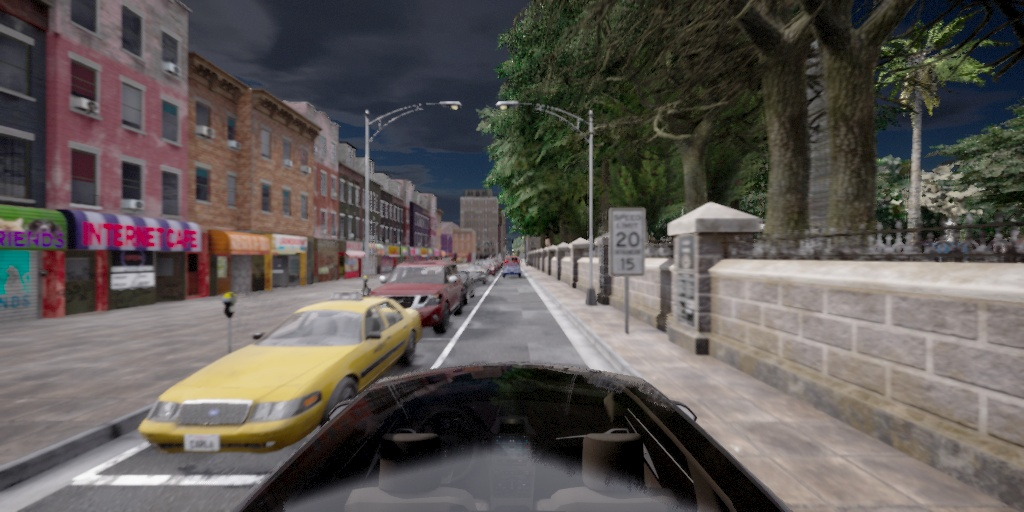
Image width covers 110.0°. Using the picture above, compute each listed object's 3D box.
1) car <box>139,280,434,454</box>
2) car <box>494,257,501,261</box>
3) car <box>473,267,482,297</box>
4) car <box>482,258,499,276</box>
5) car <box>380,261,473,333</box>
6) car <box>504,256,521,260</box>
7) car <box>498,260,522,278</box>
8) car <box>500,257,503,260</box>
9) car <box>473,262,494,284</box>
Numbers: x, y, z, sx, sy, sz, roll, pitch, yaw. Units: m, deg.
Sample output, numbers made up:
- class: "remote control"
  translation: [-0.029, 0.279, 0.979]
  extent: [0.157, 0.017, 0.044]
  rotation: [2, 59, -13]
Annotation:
- class: "car"
  translation: [-2.652, 1.281, 5.476]
  extent: [1.751, 1.417, 4.829]
  rotation: [0, 0, 0]
- class: "car"
  translation: [-2.650, 1.248, 42.536]
  extent: [1.967, 1.591, 4.097]
  rotation: [0, 0, 0]
- class: "car"
  translation: [-2.655, 1.335, 16.184]
  extent: [1.948, 1.339, 4.313]
  rotation: [0, 0, 0]
- class: "car"
  translation: [-2.651, 1.240, 37.264]
  extent: [1.967, 1.591, 4.097]
  rotation: [0, 0, 0]
- class: "car"
  translation: [-2.656, 1.077, 10.914]
  extent: [2.192, 1.841, 5.009]
  rotation: [0, 0, 0]
- class: "car"
  translation: [0.019, 1.041, 48.251]
  extent: [2.150, 2.045, 5.566]
  rotation: [0, 0, 0]
- class: "car"
  translation: [-0.003, 1.344, 35.164]
  extent: [2.033, 1.411, 5.357]
  rotation: [0, 0, 0]
- class: "car"
  translation: [-2.649, 1.131, 47.806]
  extent: [2.192, 1.841, 5.009]
  rotation: [0, 0, 0]
- class: "car"
  translation: [-2.653, 1.335, 26.725]
  extent: [2.007, 1.370, 4.403]
  rotation: [0, 0, 0]
